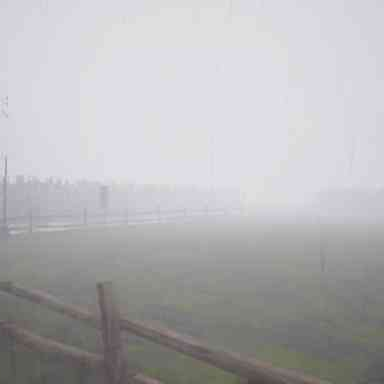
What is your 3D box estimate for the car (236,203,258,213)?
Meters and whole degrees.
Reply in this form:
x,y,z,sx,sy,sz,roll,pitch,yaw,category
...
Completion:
x,y,z,sx,sy,sz,roll,pitch,yaw,category
8.890,2.560,53.651,1.882,1.535,5.008,-1,-2,36,car
